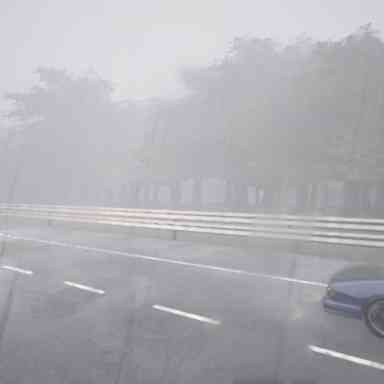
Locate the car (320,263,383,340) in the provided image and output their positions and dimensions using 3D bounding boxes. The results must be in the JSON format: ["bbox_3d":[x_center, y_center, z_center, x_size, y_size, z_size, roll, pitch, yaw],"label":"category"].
[{"bbox_3d":[4.796,1.549,4.746,5.357,1.411,2.033,0,0,36],"label":"car"}]
